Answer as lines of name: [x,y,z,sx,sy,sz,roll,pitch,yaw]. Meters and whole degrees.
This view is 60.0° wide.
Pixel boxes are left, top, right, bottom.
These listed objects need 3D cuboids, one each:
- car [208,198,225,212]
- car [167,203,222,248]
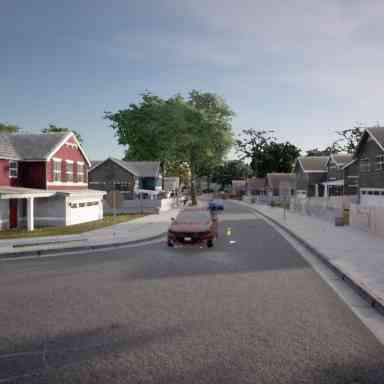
car: [2.979,1.560,40.426,1.882,1.535,5.008,0,0,4]
car: [0.178,1.503,15.067,1.882,1.535,5.008,0,0,8]
